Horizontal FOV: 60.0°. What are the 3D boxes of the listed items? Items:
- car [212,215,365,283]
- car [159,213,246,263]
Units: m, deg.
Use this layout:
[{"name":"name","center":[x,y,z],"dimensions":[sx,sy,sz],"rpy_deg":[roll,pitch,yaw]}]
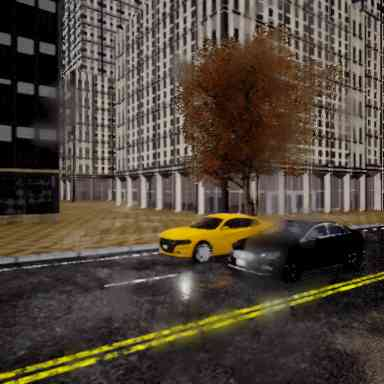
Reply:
[{"name":"car","center":[3.270,1.585,10.003],"dimensions":[4.902,1.511,2.128],"rpy_deg":[1,0,-35]},{"name":"car","center":[1.149,1.568,12.483],"dimensions":[5.008,1.535,1.882],"rpy_deg":[1,0,-35]}]
